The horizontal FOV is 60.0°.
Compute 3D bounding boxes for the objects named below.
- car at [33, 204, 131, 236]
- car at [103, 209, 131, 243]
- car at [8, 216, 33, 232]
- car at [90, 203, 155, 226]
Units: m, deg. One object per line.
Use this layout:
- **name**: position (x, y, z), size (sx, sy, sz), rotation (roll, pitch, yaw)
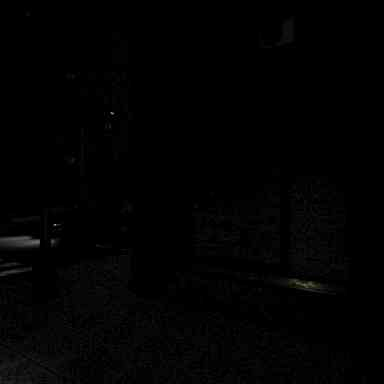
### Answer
- **car**: position (-5.870, 1.523, 18.581), size (1.837, 1.490, 4.892), rotation (0, 0, 35)
- **car**: position (-1.570, 1.560, 15.166), size (1.947, 1.339, 4.313), rotation (0, 0, 36)
- **car**: position (-8.190, 1.554, 19.706), size (1.752, 1.417, 4.829), rotation (0, 0, 36)
- **car**: position (-4.940, 1.583, 24.246), size (2.008, 1.369, 4.403), rotation (0, 0, 36)
